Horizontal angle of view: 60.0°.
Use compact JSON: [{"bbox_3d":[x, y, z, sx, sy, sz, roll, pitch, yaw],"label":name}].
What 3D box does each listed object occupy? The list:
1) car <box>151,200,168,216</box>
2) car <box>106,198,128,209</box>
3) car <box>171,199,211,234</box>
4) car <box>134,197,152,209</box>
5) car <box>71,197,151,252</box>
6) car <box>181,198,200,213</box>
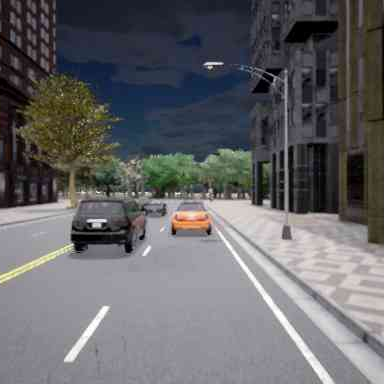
[{"bbox_3d":[-3.393,1.471,32.405,2.128,1.511,4.902,0,0,0],"label":"car"},{"bbox_3d":[-10.121,1.545,45.057,1.994,1.385,4.181,0,0,0],"label":"car"},{"bbox_3d":[-0.043,1.333,19.162,2.097,1.767,4.553,0,0,0],"label":"car"},{"bbox_3d":[-6.866,1.473,46.904,1.837,1.490,4.892,0,0,0],"label":"car"},{"bbox_3d":[-3.250,1.219,13.970,2.150,2.045,5.566,0,0,0],"label":"car"},{"bbox_3d":[-0.193,1.508,38.698,2.033,1.411,5.357,0,0,0],"label":"car"}]
